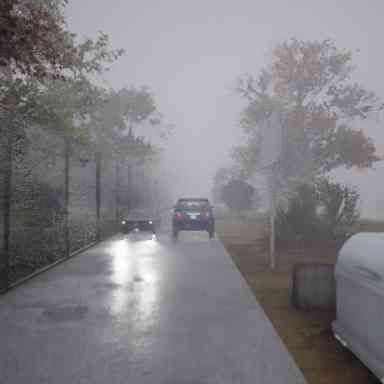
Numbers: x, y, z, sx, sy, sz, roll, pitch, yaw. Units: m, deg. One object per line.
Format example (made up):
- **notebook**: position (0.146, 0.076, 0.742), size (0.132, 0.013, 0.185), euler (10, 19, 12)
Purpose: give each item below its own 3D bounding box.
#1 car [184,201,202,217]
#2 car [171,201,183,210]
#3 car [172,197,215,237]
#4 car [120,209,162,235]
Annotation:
- **car**: position (0.078, 1.847, 37.164), size (1.882, 1.535, 5.008), euler (0, -1, 0)
- **car**: position (-2.706, 2.476, 61.798), size (1.882, 1.535, 5.008), euler (0, -2, 1)
- **car**: position (0.082, 1.319, 18.666), size (2.150, 2.045, 5.566), euler (0, -1, 0)
- **car**: position (-2.885, 1.710, 19.658), size (1.895, 1.301, 4.718), euler (0, -1, 0)
